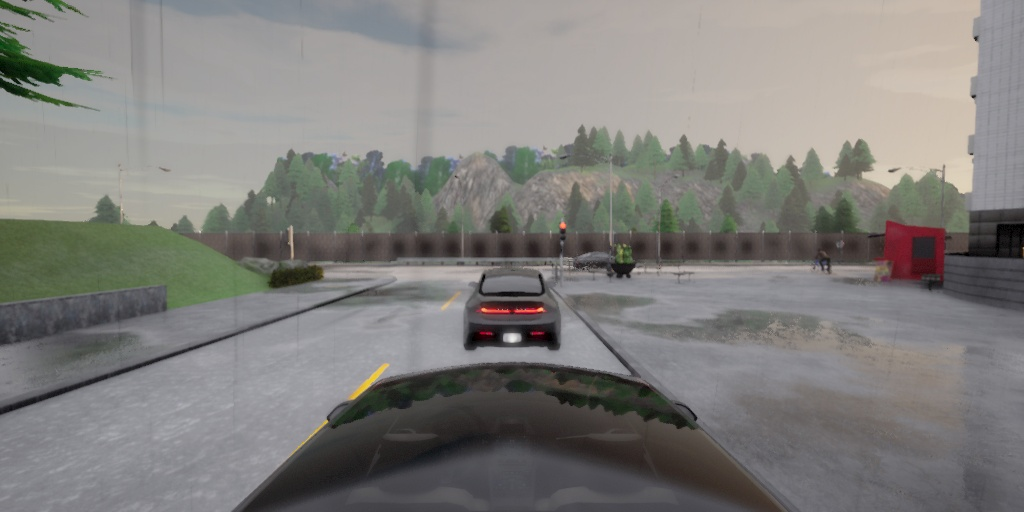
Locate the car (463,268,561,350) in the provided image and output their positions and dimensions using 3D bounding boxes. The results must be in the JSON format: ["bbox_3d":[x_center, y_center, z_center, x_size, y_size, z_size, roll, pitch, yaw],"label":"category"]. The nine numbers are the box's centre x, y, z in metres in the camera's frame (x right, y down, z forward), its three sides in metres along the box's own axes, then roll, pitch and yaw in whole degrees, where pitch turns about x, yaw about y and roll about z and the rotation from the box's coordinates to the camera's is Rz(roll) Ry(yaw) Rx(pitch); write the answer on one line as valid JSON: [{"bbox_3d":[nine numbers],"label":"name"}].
[{"bbox_3d":[-0.001,1.029,8.341,1.837,1.490,4.892,0,2,0],"label":"car"}]

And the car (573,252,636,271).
[{"bbox_3d":[6.935,0.411,27.041,4.674,1.442,1.812,0,1,-7],"label":"car"}]

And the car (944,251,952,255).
[{"bbox_3d":[36.341,0.216,31.499,4.892,1.490,1.837,0,2,0],"label":"car"}]

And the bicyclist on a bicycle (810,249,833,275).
[{"bbox_3d":[19.804,0.363,22.962,0.582,1.620,1.656,0,2,-1],"label":"bicyclist on a bicycle"}]
